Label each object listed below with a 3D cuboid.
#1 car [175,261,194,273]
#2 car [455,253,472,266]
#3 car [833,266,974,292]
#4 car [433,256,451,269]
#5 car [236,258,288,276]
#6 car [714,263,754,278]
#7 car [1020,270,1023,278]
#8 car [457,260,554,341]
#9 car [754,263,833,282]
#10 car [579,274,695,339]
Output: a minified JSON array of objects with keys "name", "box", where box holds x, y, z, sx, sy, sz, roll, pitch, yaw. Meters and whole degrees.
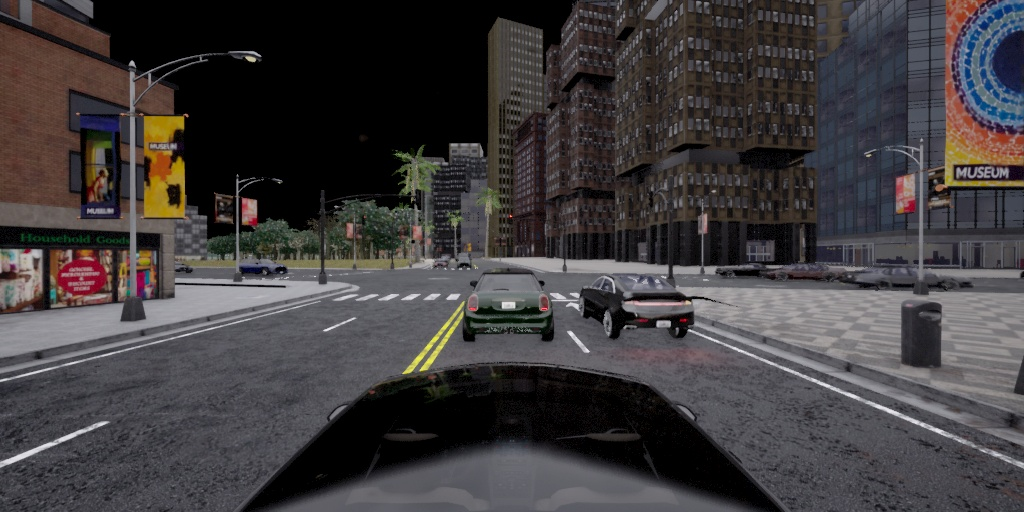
[{"name":"car","box":[-35.865,1.180,37.652,4.181,1.385,1.994,0,0,13]},{"name":"car","box":[-6.660,0.831,50.157,2.097,1.767,4.553,0,1,-8]},{"name":"car","box":[22.479,1.269,20.695,5.357,1.411,2.033,0,0,14]},{"name":"car","box":[-10.009,1.035,50.507,1.994,1.385,4.181,0,1,-7]},{"name":"car","box":[-24.289,0.995,34.912,4.553,1.767,2.097,0,0,13]},{"name":"car","box":[20.480,1.281,31.319,4.718,1.301,1.895,0,0,13]},{"name":"car","box":[41.176,1.202,26.415,4.892,1.490,1.837,0,0,13]},{"name":"car","box":[-0.122,1.102,10.008,2.097,1.767,4.553,0,0,-1]},{"name":"car","box":[22.266,1.242,27.557,5.357,1.411,2.033,0,0,13]},{"name":"car","box":[3.172,1.240,10.059,2.128,1.511,4.902,0,0,-1]}]
